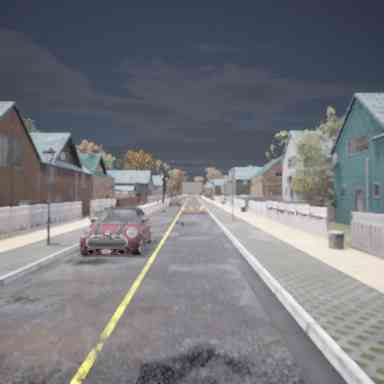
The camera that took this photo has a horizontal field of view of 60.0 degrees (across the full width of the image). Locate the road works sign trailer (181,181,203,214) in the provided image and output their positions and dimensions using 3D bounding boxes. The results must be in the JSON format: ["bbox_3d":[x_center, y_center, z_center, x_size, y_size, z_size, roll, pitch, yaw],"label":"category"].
[{"bbox_3d":[0.016,0.567,36.149,2.380,3.560,2.880,0,0,0],"label":"road works sign trailer"}]

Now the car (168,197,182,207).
[{"bbox_3d":[-2.789,1.652,54.495,1.837,1.490,4.892,0,0,0],"label":"car"}]

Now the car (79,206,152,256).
[{"bbox_3d":[-2.843,1.393,13.277,2.097,1.767,4.553,0,0,0],"label":"car"}]
